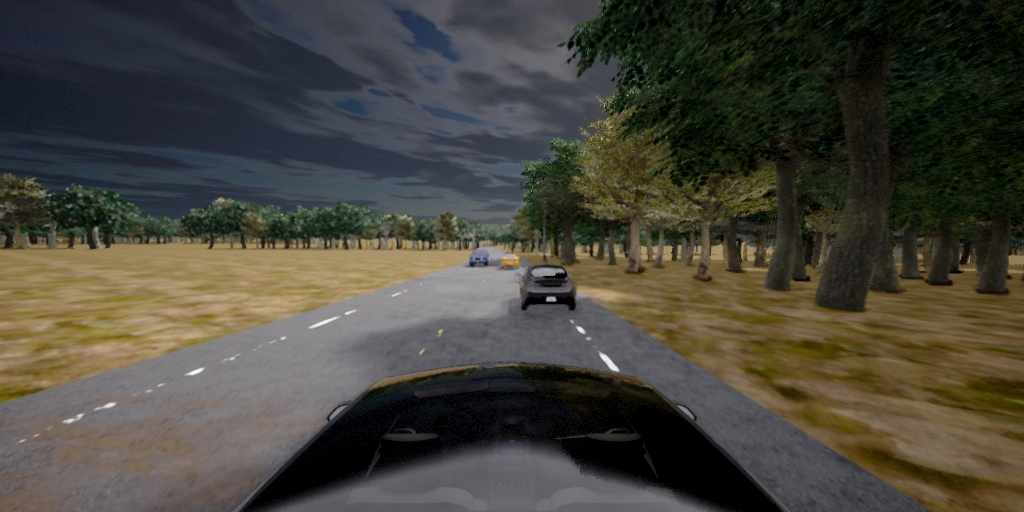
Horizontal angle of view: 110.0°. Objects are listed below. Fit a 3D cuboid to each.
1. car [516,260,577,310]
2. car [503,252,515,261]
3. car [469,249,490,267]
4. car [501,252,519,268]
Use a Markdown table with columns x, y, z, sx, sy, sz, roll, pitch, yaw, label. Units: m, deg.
| x | y | z | sx | sy | sz | roll | pitch | yaw | label |
| --- | --- | --- | --- | --- | --- | --- | --- | --- | --- |
| 1.203 | 1.058 | 13.498 | 1.837 | 1.490 | 4.892 | 0 | 1 | 0 | car |
| -0.533 | 0.110 | 61.341 | 1.837 | 1.490 | 4.892 | 0 | 0 | -1 | car |
| -3.859 | 0.231 | 43.058 | 2.150 | 2.045 | 5.566 | 0 | 1 | 0 | car |
| -0.193 | 0.544 | 39.968 | 1.882 | 1.535 | 5.008 | 0 | 2 | 0 | car |
